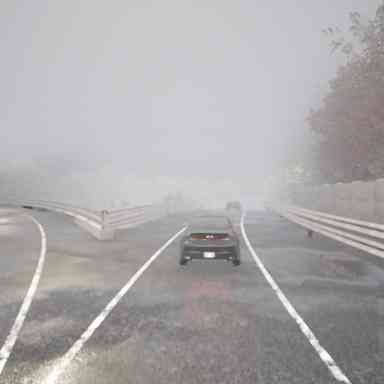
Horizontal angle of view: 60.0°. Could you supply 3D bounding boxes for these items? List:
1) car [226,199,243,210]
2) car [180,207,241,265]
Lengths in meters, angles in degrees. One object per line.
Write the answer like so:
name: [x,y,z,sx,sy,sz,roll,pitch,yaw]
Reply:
car: [5.956,1.798,47.482,1.882,1.535,5.008,0,-2,10]
car: [0.653,1.507,11.707,1.837,1.490,4.892,0,0,4]
